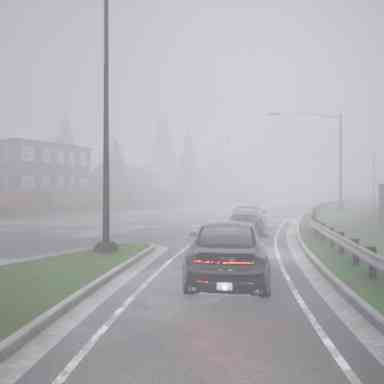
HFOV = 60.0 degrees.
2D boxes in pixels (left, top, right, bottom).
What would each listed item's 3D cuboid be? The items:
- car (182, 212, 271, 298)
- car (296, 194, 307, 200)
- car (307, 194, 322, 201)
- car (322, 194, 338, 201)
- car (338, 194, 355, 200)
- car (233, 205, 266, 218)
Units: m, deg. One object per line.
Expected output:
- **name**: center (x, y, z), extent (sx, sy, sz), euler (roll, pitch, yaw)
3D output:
- **car**: center (0.923, 1.494, 8.556), extent (1.837, 1.490, 4.892), euler (0, 0, 8)
- **car**: center (28.311, 1.365, 85.831), extent (1.882, 1.535, 5.008), euler (0, 0, 33)
- **car**: center (31.455, 1.244, 84.246), extent (2.097, 1.767, 4.553), euler (0, 0, 33)
- **car**: center (34.178, 1.370, 82.014), extent (1.882, 1.535, 5.008), euler (0, 0, 33)
- **car**: center (37.323, 1.249, 80.429), extent (2.097, 1.767, 4.553), euler (0, 0, 33)
- **car**: center (3.305, 1.500, 19.503), extent (1.812, 1.442, 4.674), euler (0, 0, 16)
